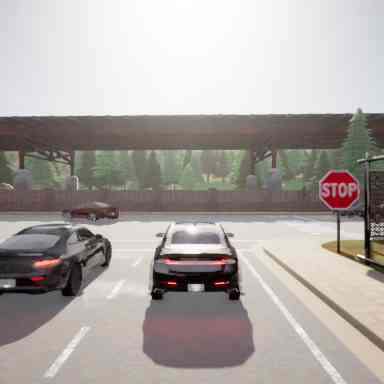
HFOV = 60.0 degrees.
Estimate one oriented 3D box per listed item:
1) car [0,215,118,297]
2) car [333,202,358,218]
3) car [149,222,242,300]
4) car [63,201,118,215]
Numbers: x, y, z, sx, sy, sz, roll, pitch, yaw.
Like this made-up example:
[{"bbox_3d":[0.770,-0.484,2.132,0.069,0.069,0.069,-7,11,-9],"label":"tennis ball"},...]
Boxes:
[{"bbox_3d":[-3.400,1.526,8.441,1.812,1.442,4.674,0,0,0],"label":"car"},{"bbox_3d":[15.628,1.547,29.970,5.357,1.411,2.033,0,0,1],"label":"car"},{"bbox_3d":[0.078,1.491,8.351,2.128,1.511,4.902,0,0,0],"label":"car"},{"bbox_3d":[-8.011,1.478,26.122,5.008,1.535,1.882,0,-2,33],"label":"car"}]
